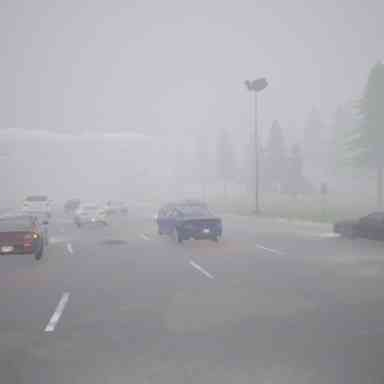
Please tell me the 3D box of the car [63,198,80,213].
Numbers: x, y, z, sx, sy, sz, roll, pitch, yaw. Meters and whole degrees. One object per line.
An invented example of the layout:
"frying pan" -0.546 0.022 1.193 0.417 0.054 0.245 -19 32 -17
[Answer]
"car" -13.275 1.481 37.263 1.837 1.490 4.892 0 -1 -23

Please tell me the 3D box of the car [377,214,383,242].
"car" 6.320 1.415 6.477 1.882 1.535 5.008 0 0 -11

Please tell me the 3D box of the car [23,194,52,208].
"car" -13.910 1.227 29.945 2.150 2.045 5.566 0 0 -24

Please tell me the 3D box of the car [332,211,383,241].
"car" 8.287 1.450 13.552 2.033 1.411 5.357 0 0 -19

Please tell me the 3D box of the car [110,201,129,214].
"car" -7.806 1.554 33.469 1.895 1.301 4.718 0 0 -23

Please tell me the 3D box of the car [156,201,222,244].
"car" -0.312 1.432 15.769 1.882 1.535 5.008 0 0 -21

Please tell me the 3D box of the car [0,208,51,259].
"car" -6.346 1.533 12.130 1.812 1.442 4.674 0 0 -21

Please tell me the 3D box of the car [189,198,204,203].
"car" -0.154 1.379 33.421 1.882 1.535 5.008 0 0 -24

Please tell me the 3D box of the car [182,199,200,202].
"car" -1.293 1.491 27.222 1.994 1.385 4.181 0 0 -23

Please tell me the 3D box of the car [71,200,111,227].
"car" -7.055 1.505 22.872 1.812 1.442 4.674 0 0 -23
